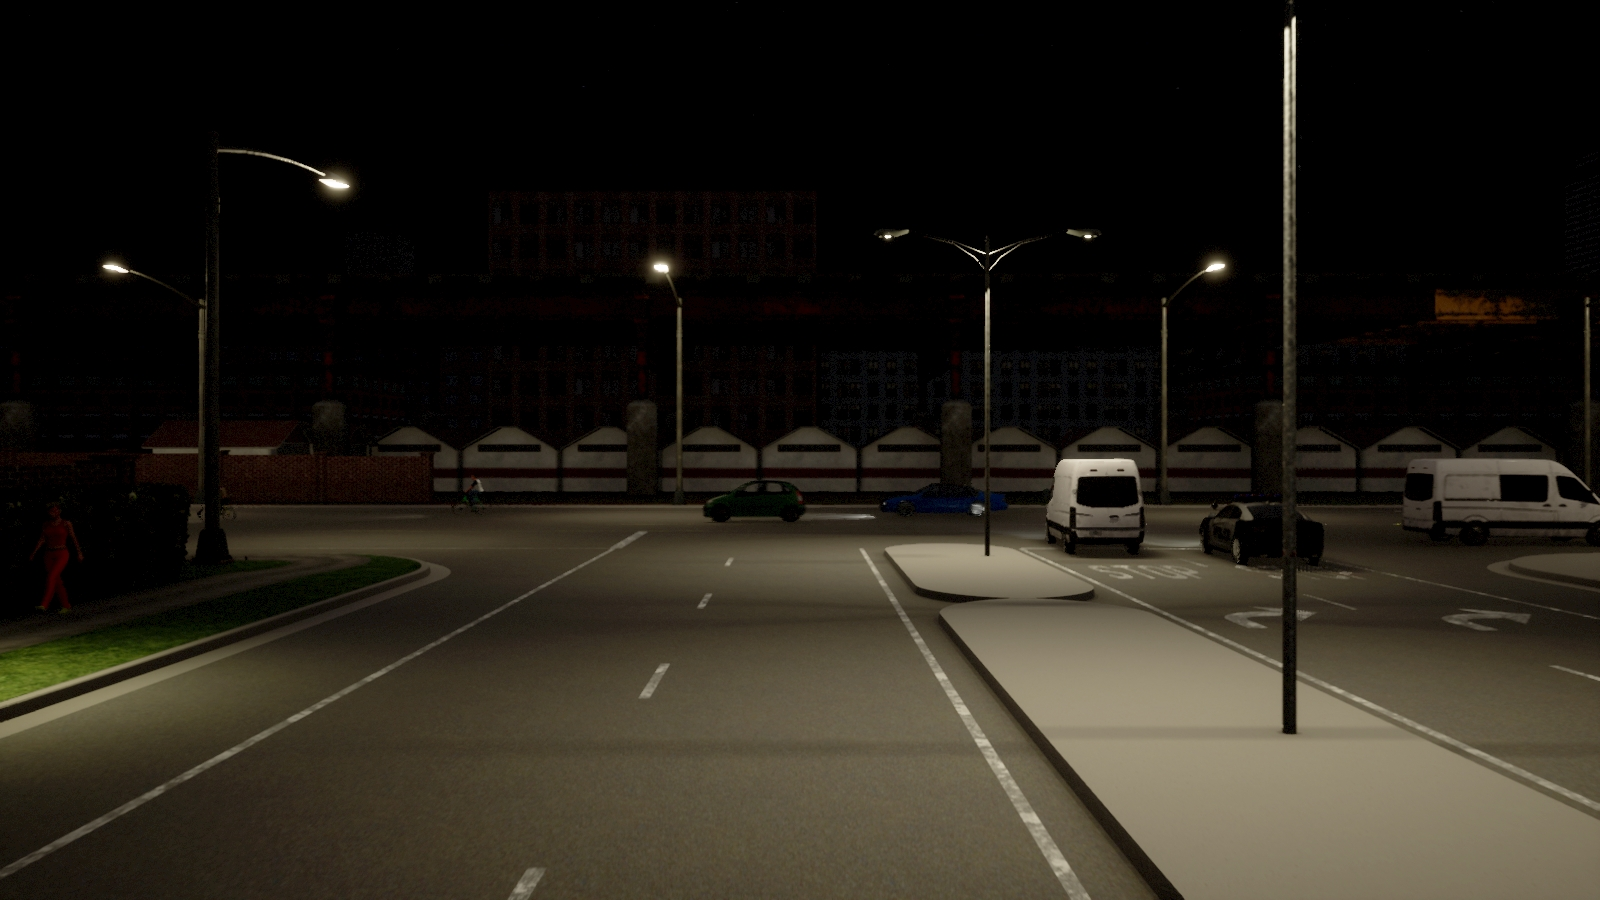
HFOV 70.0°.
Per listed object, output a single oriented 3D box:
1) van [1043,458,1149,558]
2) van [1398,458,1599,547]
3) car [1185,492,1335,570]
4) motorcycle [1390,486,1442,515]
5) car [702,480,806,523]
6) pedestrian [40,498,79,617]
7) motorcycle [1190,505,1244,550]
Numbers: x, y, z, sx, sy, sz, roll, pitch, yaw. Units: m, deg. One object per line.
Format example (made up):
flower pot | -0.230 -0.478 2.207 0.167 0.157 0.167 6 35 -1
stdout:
van | 8.342 1.534 32.759 1.988 2.561 5.915 -1 0 5
van | 21.333 1.534 34.102 5.915 2.561 1.988 0 0 0
car | 11.607 1.982 29.264 2.097 1.638 5.238 0 0 5
motorcycle | 26.790 2.182 49.684 1.805 1.236 0.856 0 0 -1
car | -1.768 1.997 44.678 3.988 1.617 1.851 0 0 0
pedestrian | -11.729 1.695 18.101 0.375 1.860 0.375 0 0 0
motorcycle | 11.997 2.213 32.921 0.803 1.145 2.033 0 0 0
